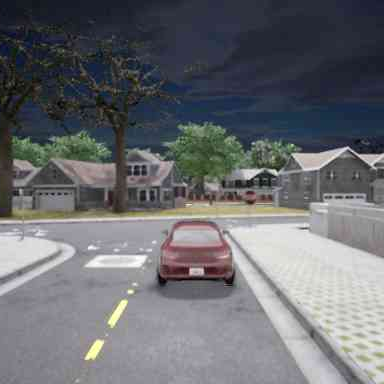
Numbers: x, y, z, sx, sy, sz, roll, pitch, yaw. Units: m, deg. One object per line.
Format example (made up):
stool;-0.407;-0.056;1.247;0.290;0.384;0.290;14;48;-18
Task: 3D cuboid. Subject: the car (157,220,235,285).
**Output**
car;0.100;1.512;9.326;1.812;1.442;4.674;0;0;0
